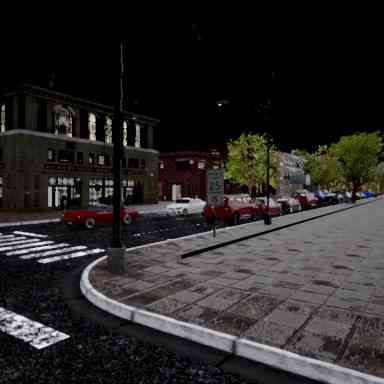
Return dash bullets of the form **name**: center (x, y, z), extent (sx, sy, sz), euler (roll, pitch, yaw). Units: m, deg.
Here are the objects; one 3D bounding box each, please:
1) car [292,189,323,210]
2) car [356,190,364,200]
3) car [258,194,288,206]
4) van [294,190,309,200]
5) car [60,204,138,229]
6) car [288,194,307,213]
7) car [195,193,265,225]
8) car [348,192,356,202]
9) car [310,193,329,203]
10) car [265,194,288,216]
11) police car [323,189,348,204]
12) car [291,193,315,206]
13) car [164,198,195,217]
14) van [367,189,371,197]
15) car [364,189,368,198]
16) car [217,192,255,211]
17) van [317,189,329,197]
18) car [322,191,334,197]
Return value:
- **car**: center (12.106, 0.891, 35.856), extent (2.192, 1.841, 5.009), euler (1, 2, 34)
- **car**: center (30.943, 0.749, 63.266), extent (1.802, 1.307, 4.206), euler (1, 2, 34)
- **car**: center (10.781, 0.998, 44.106), extent (2.033, 1.411, 5.357), euler (1, 1, 35)
- **van**: center (20.892, 0.501, 63.429), extent (1.690, 1.788, 3.998), euler (1, 2, 34)
- **car**: center (-5.567, 1.399, 20.390), extent (1.895, 1.301, 4.718), euler (1, 1, 34)
- **car**: center (8.962, 1.194, 31.294), extent (2.008, 1.369, 4.403), euler (1, 2, 34)
- **car**: center (2.684, 1.092, 22.153), extent (2.192, 1.841, 5.009), euler (1, 2, 34)
- **car**: center (23.722, 0.689, 52.029), extent (2.097, 1.767, 4.553), euler (1, 1, 35)
- **car**: center (20.012, 0.859, 52.128), extent (1.812, 1.442, 4.674), euler (1, 1, 35)
- **car**: center (5.823, 1.150, 26.723), extent (1.967, 1.590, 4.097), euler (1, 2, 34)
- **police car**: center (19.853, 0.845, 46.365), extent (1.930, 1.638, 5.238), euler (1, 1, 35)
- **car**: center (15.003, 0.969, 44.743), extent (1.812, 1.442, 4.674), euler (1, 1, 35)
- **car**: center (-0.384, 1.214, 27.933), extent (1.812, 1.442, 4.674), euler (1, 1, 35)
- **van**: center (40.366, 0.300, 76.963), extent (1.690, 1.788, 3.998), euler (1, 2, 34)
- **car**: center (34.180, 0.621, 67.972), extent (1.752, 1.417, 4.829), euler (1, 2, 34)
- **car**: center (4.745, 0.931, 35.378), extent (2.097, 1.767, 4.553), euler (1, 1, 35)
- **van**: center (30.313, 0.294, 77.131), extent (1.690, 1.788, 3.998), euler (2, 2, 34)
- **car**: center (33.450, 0.434, 81.704), extent (2.008, 1.369, 4.403), euler (2, 2, 34)
